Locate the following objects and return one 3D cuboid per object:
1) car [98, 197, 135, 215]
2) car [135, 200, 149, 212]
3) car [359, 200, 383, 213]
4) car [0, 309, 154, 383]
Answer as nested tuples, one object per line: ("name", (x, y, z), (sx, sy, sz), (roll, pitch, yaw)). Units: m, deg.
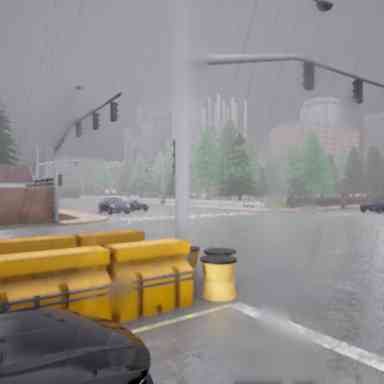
("car", (-7.968, 1.333, 33.980), (2.097, 1.767, 4.553), (0, 0, -33))
("car", (-6.738, 1.577, 38.474), (1.895, 1.301, 4.718), (0, 0, -33))
("car", (19.912, 1.549, 35.479), (4.718, 1.301, 1.895), (0, 0, -34))
("car", (-2.587, 1.479, 1.940), (5.008, 1.535, 1.882), (0, 0, -36))
